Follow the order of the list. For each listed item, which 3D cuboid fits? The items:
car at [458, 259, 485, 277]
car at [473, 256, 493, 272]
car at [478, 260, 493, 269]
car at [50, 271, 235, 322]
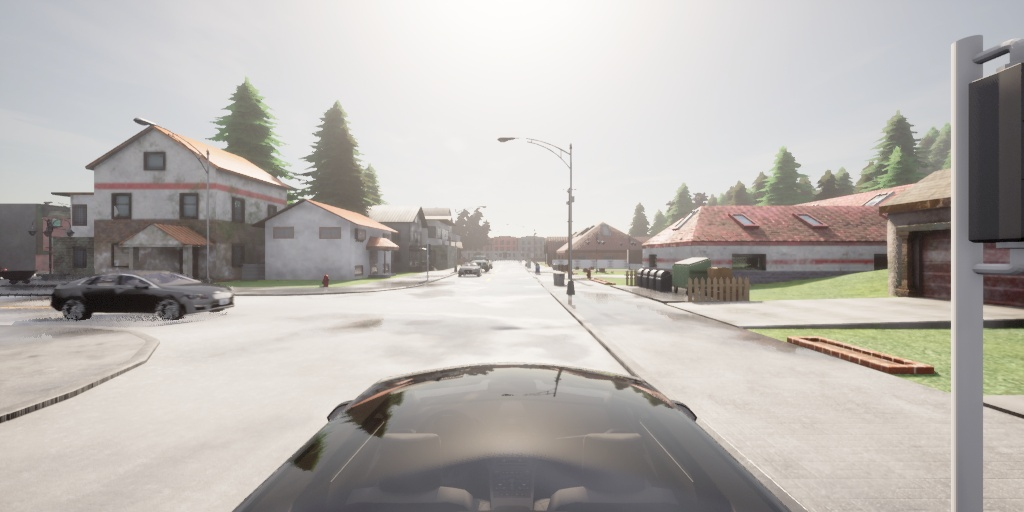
[{"bbox_3d":[-4.089,1.314,35.454,1.994,1.385,4.181,0,0,0],"label":"car"},{"bbox_3d":[-4.081,0.972,46.051,2.150,2.045,5.566,0,0,0],"label":"car"},{"bbox_3d":[-4.052,1.314,56.110,1.994,1.385,4.181,0,0,1],"label":"car"},{"bbox_3d":[-11.935,1.241,11.798,4.902,1.511,2.128,0,0,0],"label":"car"}]
